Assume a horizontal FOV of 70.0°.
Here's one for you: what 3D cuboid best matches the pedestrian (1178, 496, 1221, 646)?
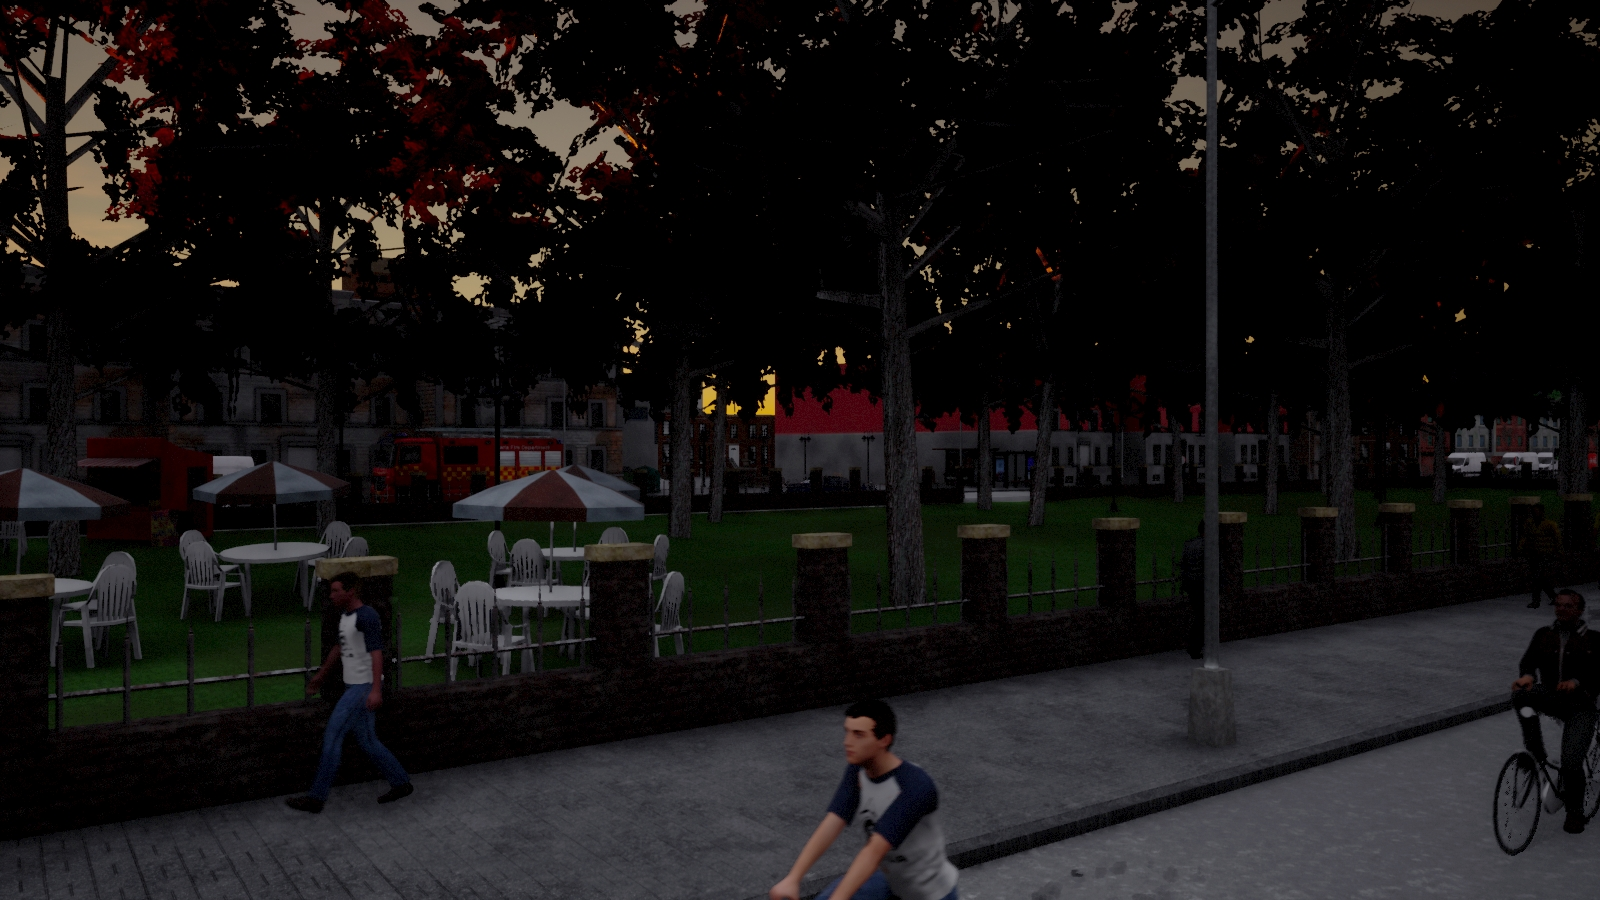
[{"bbox_3d":[5.097,1.525,14.575,0.375,1.860,0.375,0,0,-36],"label":"pedestrian"}]

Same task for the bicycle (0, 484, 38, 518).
[{"bbox_3d":[-30.089,1.940,43.427,1.835,1.271,0.329,0,0,-36],"label":"bicycle"}]

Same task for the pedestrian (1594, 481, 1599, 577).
[{"bbox_3d":[15.616,1.526,22.062,0.375,1.860,0.375,0,0,-36],"label":"pedestrian"}]

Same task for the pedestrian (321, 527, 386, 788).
[{"bbox_3d":[-3.347,1.525,8.561,0.375,1.860,0.375,0,0,-34],"label":"pedestrian"}]

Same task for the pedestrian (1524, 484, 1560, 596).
[{"bbox_3d":[12.651,1.525,19.475,0.375,1.860,0.375,0,0,-25],"label":"pedestrian"}]

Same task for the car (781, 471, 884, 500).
[{"bbox_3d":[1.761,1.886,61.211,5.357,1.411,2.033,0,0,-35],"label":"car"}]

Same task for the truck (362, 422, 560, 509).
[{"bbox_3d":[-15.884,0.671,53.854,8.468,3.827,2.891,0,0,-35],"label":"truck"}]
